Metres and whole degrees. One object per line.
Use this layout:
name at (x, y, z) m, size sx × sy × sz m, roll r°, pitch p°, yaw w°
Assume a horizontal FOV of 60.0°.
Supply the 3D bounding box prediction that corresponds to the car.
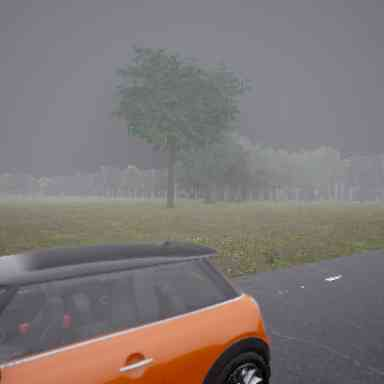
car at (-1.428, 1.352, 2.975) m, size 4.553 × 1.767 × 2.097 m, roll 0°, pitch 0°, yaw -36°
